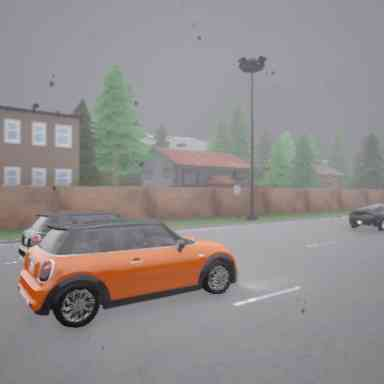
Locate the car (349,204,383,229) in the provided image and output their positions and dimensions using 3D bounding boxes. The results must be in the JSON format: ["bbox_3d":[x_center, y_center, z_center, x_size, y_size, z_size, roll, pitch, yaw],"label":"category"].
[{"bbox_3d":[11.674,1.505,20.683,4.892,1.490,1.837,0,0,-36],"label":"car"}]

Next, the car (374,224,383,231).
[{"bbox_3d":[6.839,1.564,8.630,4.181,1.385,1.994,0,0,-36],"label":"car"}]

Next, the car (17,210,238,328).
[{"bbox_3d":[-1.150,1.351,7.227,4.553,1.767,2.097,0,0,-36],"label":"car"}]
